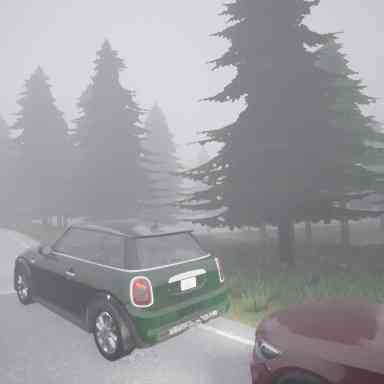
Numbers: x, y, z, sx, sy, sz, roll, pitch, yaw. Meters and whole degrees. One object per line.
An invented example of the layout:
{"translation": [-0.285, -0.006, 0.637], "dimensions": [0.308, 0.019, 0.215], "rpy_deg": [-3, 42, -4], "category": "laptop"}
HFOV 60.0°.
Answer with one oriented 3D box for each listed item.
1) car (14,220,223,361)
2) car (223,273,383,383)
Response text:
{"translation": [-1.578, 1.308, 6.221], "dimensions": [4.553, 1.767, 2.097], "rpy_deg": [1, 1, 44], "category": "car"}
{"translation": [2.747, 1.531, 2.596], "dimensions": [4.674, 1.442, 1.812], "rpy_deg": [1, 0, 36], "category": "car"}
